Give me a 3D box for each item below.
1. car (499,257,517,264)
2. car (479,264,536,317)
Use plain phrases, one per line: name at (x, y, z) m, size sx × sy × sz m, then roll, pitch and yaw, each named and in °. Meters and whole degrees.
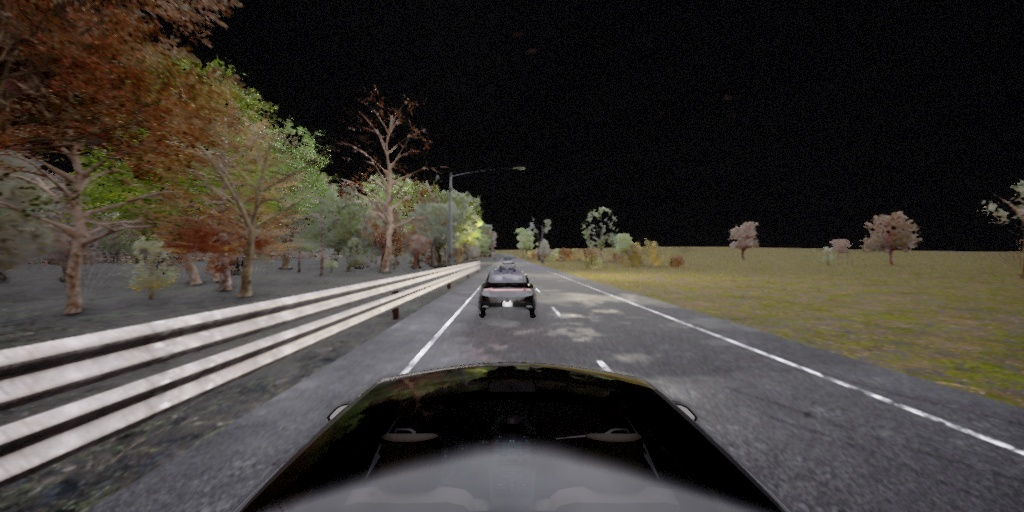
car at (-0.496, 1.217, 43.165) m, size 2.128 × 1.511 × 4.902 m, roll 0°, pitch 0°, yaw -1°
car at (-0.162, 1.234, 13.162) m, size 2.128 × 1.511 × 4.902 m, roll 0°, pitch 0°, yaw -1°
